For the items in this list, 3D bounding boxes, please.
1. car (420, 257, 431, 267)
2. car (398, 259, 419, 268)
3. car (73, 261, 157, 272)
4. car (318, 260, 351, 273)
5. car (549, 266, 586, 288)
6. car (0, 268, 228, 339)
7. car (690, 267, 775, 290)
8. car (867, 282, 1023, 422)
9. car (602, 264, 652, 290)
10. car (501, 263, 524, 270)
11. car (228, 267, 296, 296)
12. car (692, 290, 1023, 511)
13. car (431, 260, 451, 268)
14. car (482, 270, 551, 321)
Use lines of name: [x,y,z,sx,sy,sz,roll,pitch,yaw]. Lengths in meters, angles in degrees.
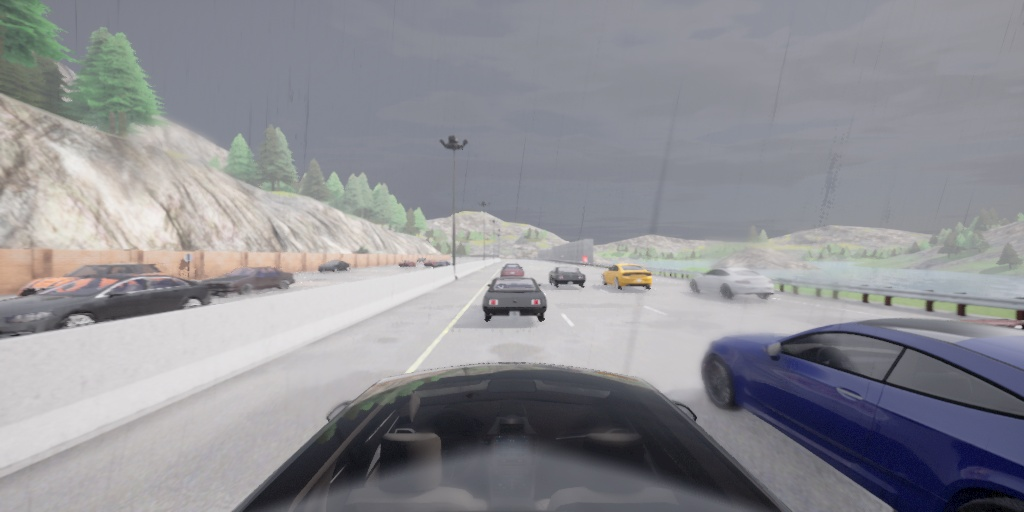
car: [-14.151,1.345,63.038,1.895,1.301,4.718,0,0,1]
car: [-17.652,1.349,60.562,1.895,1.301,4.718,0,0,0]
car: [-17.627,1.112,15.497,2.097,1.767,4.553,0,0,0]
car: [-21.171,1.234,42.936,1.882,1.535,5.008,0,0,0]
car: [3.556,1.342,23.956,1.895,1.301,4.718,0,0,0]
car: [-10.615,1.249,9.523,2.128,1.511,4.902,0,0,0]
car: [10.566,1.263,17.513,1.812,1.442,4.674,0,0,0]
car: [7.057,1.221,3.690,1.882,1.535,5.008,0,0,0]
car: [7.059,1.216,22.423,1.882,1.535,5.008,0,0,0]
car: [0.041,1.306,30.389,1.994,1.385,4.181,0,0,0]
car: [-14.136,1.304,19.578,2.033,1.411,5.357,0,0,0]
car: [3.554,1.272,3.118,1.812,1.442,4.674,0,0,0]
car: [-10.673,1.307,55.432,1.994,1.385,4.181,0,0,0]
car: [0.077,1.348,12.423,1.895,1.301,4.718,0,0,0]
